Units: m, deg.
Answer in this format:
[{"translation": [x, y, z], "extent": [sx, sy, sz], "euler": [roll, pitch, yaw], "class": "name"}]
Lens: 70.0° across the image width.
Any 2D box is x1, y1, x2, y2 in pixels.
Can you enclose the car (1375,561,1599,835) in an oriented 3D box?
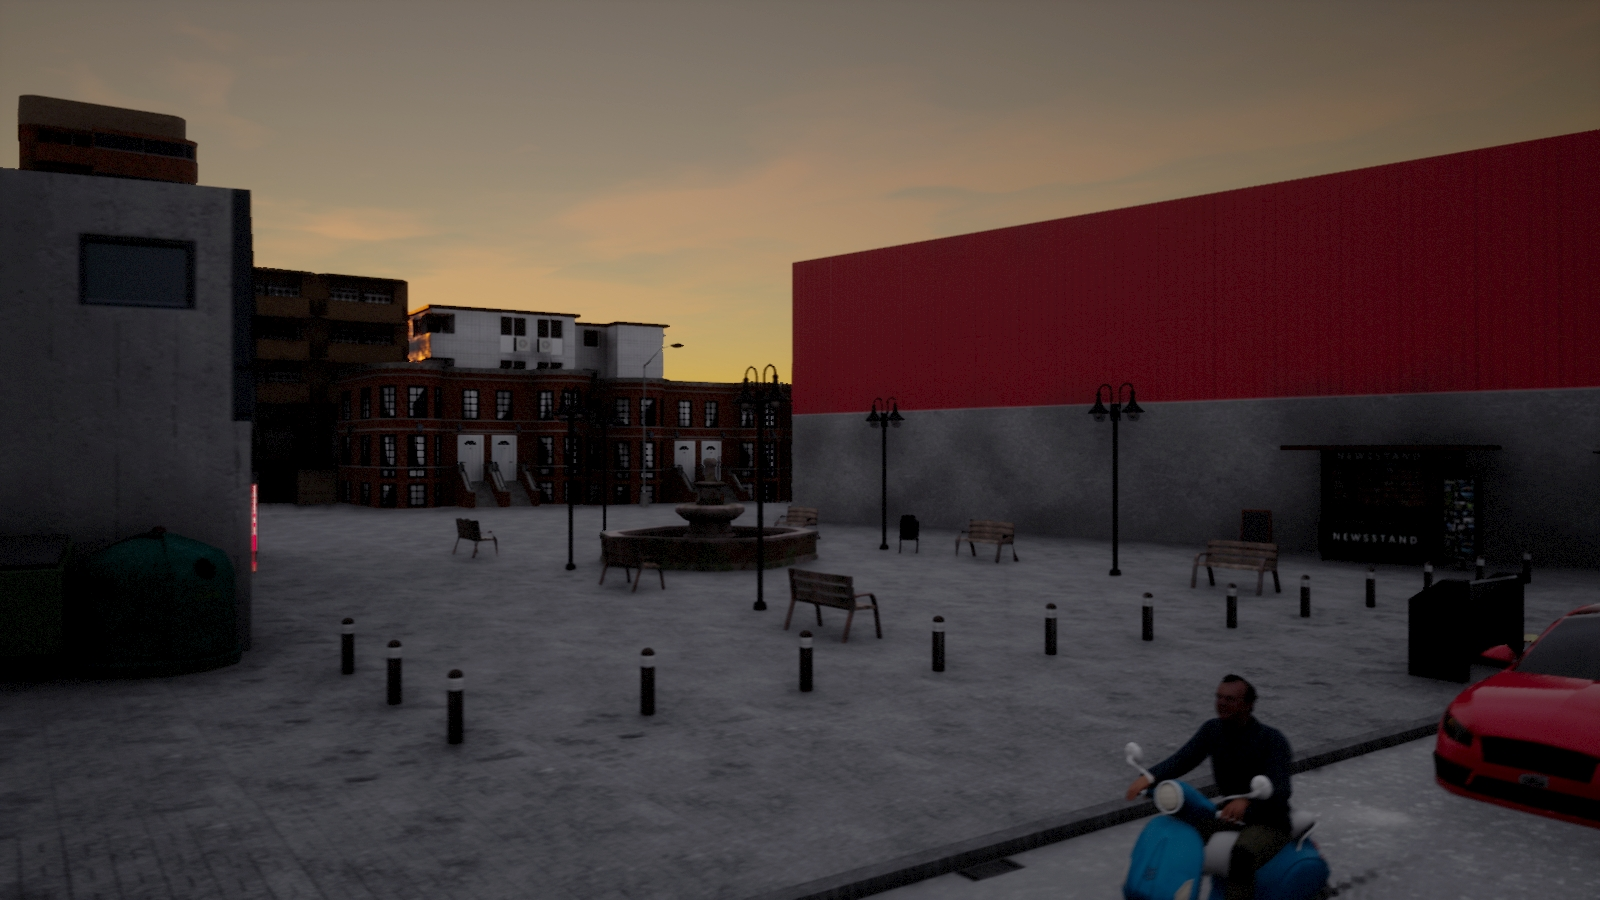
[{"translation": [7.129, 1.841, 9.412], "extent": [4.892, 1.480, 2.231], "euler": [0, 0, -35], "class": "car"}]
